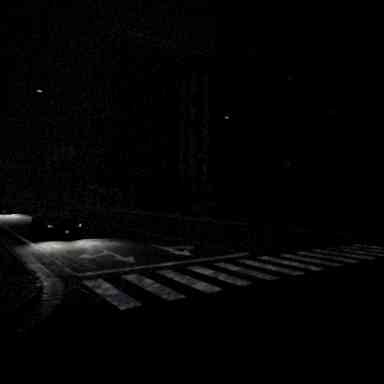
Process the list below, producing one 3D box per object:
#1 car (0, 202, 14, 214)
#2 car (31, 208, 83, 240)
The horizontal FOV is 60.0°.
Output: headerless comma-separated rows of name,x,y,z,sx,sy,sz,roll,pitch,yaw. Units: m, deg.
car,-21.369,1.783,37.568,1.895,1.301,4.718,1,-1,-35
car,-7.289,1.612,17.739,1.812,1.442,4.674,1,-1,-35
